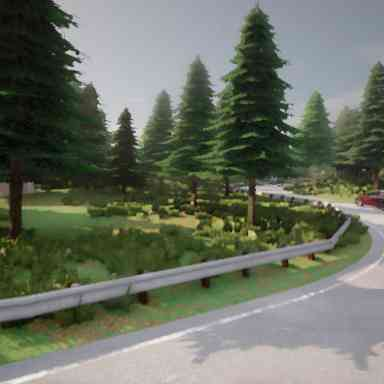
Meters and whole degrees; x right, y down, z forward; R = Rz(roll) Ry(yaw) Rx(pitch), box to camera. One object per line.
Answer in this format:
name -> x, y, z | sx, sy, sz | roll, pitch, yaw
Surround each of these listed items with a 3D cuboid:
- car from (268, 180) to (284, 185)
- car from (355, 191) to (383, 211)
car -> 16.503, -2.099, 65.118 | 1.837, 1.490, 4.892 | 1, 4, 36
car -> 14.527, 0.616, 25.324 | 1.812, 1.442, 4.674 | 1, 3, -9
